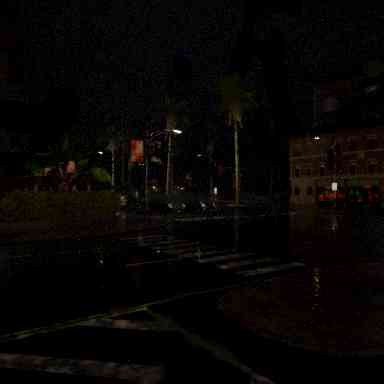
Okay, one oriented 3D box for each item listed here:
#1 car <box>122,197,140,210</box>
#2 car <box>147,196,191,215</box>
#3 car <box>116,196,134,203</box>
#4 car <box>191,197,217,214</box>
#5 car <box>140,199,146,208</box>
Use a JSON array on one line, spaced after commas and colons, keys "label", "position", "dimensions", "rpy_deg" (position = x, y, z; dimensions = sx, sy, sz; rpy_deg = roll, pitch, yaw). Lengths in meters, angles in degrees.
[{"label": "car", "position": [-8.975, 1.526, 43.668], "dimensions": [1.812, 1.442, 4.674], "rpy_deg": [0, 0, -35]}, {"label": "car", "position": [-2.562, 1.352, 34.556], "dimensions": [2.097, 1.767, 4.553], "rpy_deg": [0, 0, -35]}, {"label": "car", "position": [-13.873, 1.522, 68.696], "dimensions": [1.812, 1.442, 4.674], "rpy_deg": [0, 0, -39]}, {"label": "car", "position": [0.685, 1.352, 36.027], "dimensions": [2.097, 1.767, 4.553], "rpy_deg": [0, 0, -35]}, {"label": "car", "position": [-5.577, 1.601, 44.927], "dimensions": [1.895, 1.301, 4.718], "rpy_deg": [0, 0, -35]}]
